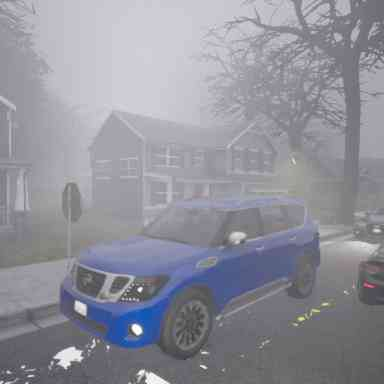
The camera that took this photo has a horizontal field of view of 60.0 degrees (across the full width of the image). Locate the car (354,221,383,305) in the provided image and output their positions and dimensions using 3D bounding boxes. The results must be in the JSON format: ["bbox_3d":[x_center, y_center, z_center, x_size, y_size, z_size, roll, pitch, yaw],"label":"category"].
[{"bbox_3d":[4.895,1.439,6.754,1.812,1.442,4.674,1,1,45],"label":"car"}]

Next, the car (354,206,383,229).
[{"bbox_3d":[8.750,1.344,14.691,1.994,1.385,4.181,1,1,44],"label":"car"}]

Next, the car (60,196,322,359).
[{"bbox_3d":[0.474,1.133,6.345,2.150,2.045,5.566,1,2,45],"label":"car"}]
